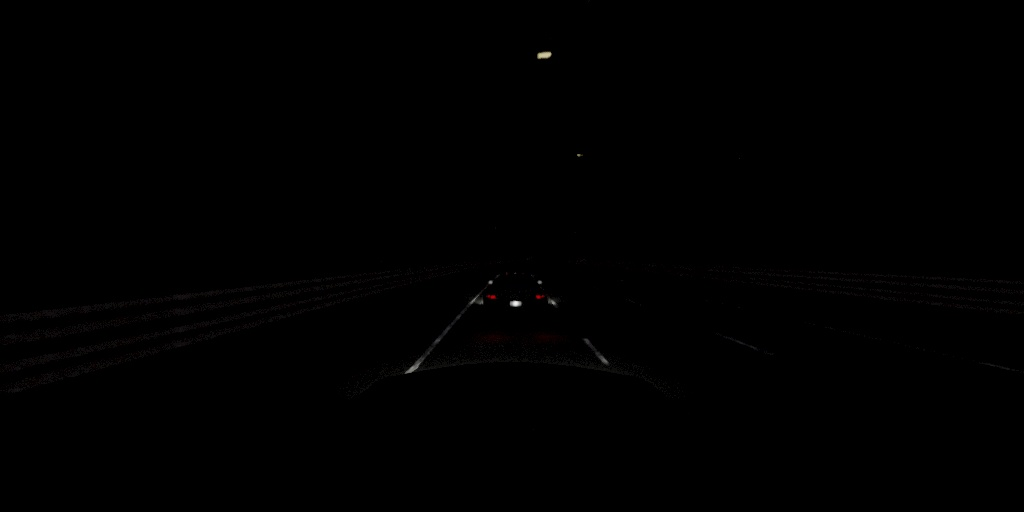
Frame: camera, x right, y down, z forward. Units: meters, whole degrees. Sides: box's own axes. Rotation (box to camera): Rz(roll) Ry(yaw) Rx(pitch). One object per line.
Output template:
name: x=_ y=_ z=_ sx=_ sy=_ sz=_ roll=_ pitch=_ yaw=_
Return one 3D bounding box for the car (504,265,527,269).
car: x=0.299 y=1.360 z=29.087 sx=1.895 sy=1.301 sz=4.718 roll=0 pitch=0 yaw=1

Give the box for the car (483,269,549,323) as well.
car: x=0.113 y=1.308 z=12.109 sx=1.994 sy=1.385 sz=4.181 roll=0 pitch=0 yaw=0
